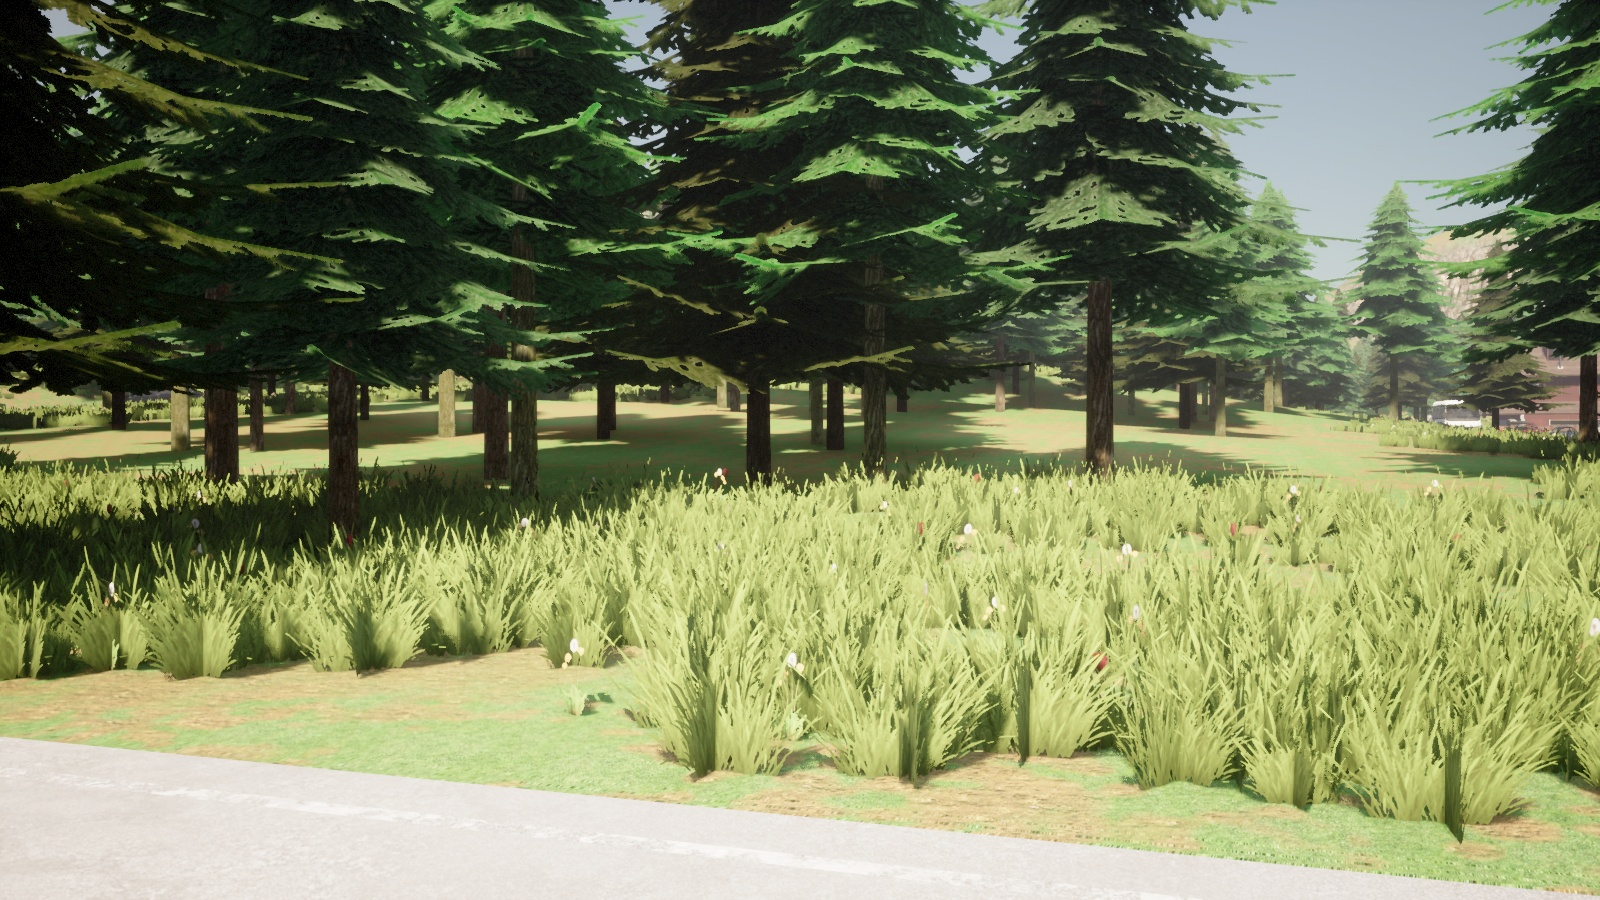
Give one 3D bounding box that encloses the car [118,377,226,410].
[{"bbox_3d":[-34.613,-3.130,69.357,1.837,1.490,4.892,0,6,41],"label":"car"}]
